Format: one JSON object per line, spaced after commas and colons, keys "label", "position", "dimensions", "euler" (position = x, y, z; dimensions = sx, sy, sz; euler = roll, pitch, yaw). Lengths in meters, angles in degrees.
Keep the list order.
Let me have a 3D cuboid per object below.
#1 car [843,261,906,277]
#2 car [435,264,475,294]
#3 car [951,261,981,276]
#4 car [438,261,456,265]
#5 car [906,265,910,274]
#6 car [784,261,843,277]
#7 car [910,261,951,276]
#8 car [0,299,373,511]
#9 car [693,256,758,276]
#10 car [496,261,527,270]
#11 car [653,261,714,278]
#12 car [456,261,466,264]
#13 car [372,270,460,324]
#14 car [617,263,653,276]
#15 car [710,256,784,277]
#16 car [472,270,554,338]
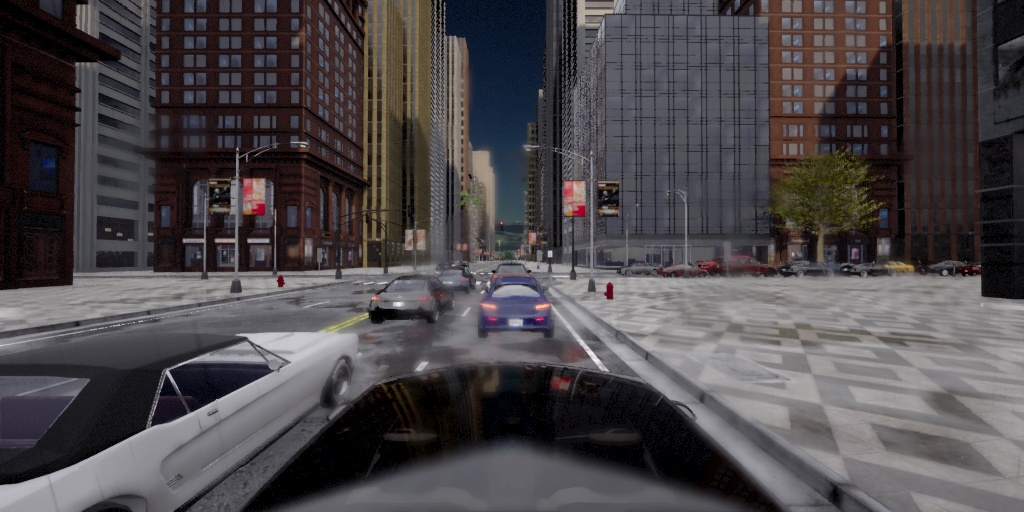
{"label": "car", "position": [32.186, 1.258, 32.385], "dimensions": [4.313, 1.339, 1.948], "euler": [0, 0, -1]}
{"label": "car", "position": [-3.177, 1.352, 20.439], "dimensions": [1.994, 1.385, 4.181], "euler": [0, 0, 0]}
{"label": "car", "position": [43.462, 1.212, 32.577], "dimensions": [4.507, 1.381, 1.888], "euler": [0, 0, -1]}
{"label": "car", "position": [-9.914, 1.542, 52.783], "dimensions": [1.994, 1.385, 4.181], "euler": [0, 0, 0]}
{"label": "car", "position": [43.153, 1.293, 41.097], "dimensions": [4.829, 1.417, 1.751], "euler": [0, 0, -1]}
{"label": "car", "position": [26.549, 1.274, 32.290], "dimensions": [4.313, 1.339, 1.948], "euler": [0, 0, -1]}
{"label": "car", "position": [42.752, 1.204, 35.190], "dimensions": [4.892, 1.490, 1.837], "euler": [0, -1, -1]}
{"label": "car", "position": [-3.156, 1.351, 3.228], "dimensions": [1.895, 1.301, 4.718], "euler": [0, 0, 0]}
{"label": "car", "position": [22.536, 1.009, 38.001], "dimensions": [5.566, 2.045, 2.150], "euler": [0, -1, -1]}
{"label": "car", "position": [-0.025, 1.134, 19.048], "dimensions": [2.097, 1.767, 4.553], "euler": [0, 0, 0]}
{"label": "car", "position": [15.273, 1.325, 32.099], "dimensions": [4.207, 1.307, 1.802], "euler": [0, 0, -1]}
{"label": "car", "position": [-9.905, 1.542, 63.068], "dimensions": [2.128, 1.511, 4.902], "euler": [0, 0, 0]}
{"label": "car", "position": [-3.166, 1.326, 12.051], "dimensions": [1.994, 1.385, 4.181], "euler": [0, 0, 0]}
{"label": "car", "position": [13.233, 1.383, 37.841], "dimensions": [4.181, 1.385, 1.994], "euler": [0, -1, -1]}
{"label": "car", "position": [20.912, 1.039, 32.194], "dimensions": [5.009, 1.841, 2.192], "euler": [0, 0, -1]}
{"label": "car", "position": [0.093, 1.284, 10.062], "dimensions": [1.812, 1.442, 4.674], "euler": [0, 0, 0]}
